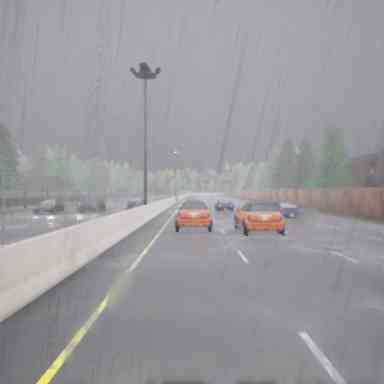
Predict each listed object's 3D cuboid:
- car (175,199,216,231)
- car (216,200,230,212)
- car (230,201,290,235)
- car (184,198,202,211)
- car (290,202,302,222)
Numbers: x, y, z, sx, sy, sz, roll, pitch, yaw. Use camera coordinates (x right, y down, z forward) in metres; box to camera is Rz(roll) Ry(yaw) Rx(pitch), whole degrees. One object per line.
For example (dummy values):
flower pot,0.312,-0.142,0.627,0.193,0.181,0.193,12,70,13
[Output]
car,0.098,1.310,20.366,2.097,1.767,4.553,0,0,0
car,3.589,1.522,37.765,1.895,1.301,4.718,0,0,0
car,3.597,1.313,18.480,2.097,1.767,4.553,0,0,0
car,0.097,1.481,39.708,1.994,1.385,4.181,0,0,0
car,7.083,1.472,25.860,1.812,1.442,4.674,0,0,0
